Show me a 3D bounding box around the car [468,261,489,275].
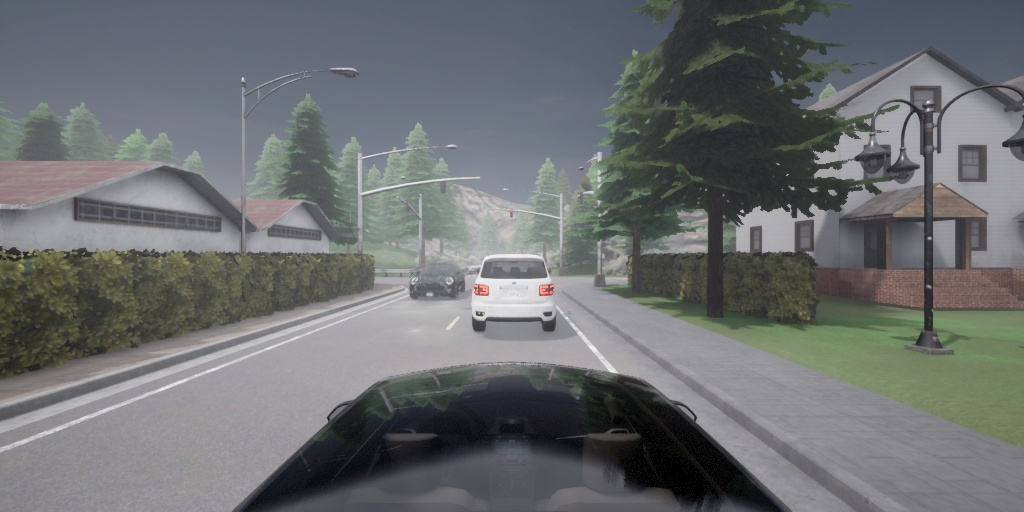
[{"bbox_3d":[-3.599,1.275,39.239,1.812,1.442,4.674,0,0,0],"label":"car"}]

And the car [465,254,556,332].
[{"bbox_3d":[0.064,0.971,11.048,2.150,2.045,5.566,0,0,0],"label":"car"}]

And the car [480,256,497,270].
[{"bbox_3d":[-3.590,0.969,55.151,2.150,2.045,5.566,0,0,2],"label":"car"}]

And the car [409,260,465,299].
[{"bbox_3d":[-3.599,1.102,17.970,2.097,1.767,4.553,0,0,0],"label":"car"}]
